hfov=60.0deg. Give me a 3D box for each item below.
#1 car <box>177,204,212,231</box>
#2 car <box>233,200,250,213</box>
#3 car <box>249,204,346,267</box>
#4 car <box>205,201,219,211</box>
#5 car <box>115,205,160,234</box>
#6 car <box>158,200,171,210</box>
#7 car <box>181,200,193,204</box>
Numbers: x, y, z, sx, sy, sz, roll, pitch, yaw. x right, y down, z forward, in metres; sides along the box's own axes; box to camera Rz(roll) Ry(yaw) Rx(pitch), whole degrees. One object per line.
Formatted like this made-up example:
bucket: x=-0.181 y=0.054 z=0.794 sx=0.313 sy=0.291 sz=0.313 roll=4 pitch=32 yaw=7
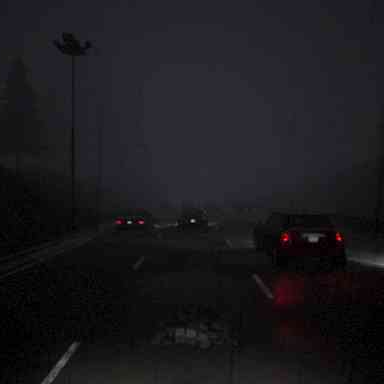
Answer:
car: x=0.035 y=1.765 z=22.318 sx=1.994 sy=1.385 sz=4.181 roll=0 pitch=0 yaw=-1
car: x=6.494 y=1.868 z=43.104 sx=1.837 sy=1.490 sz=4.892 roll=0 pitch=0 yaw=-2
car: x=3.586 y=1.446 z=11.949 sx=2.097 sy=1.767 sz=4.553 roll=0 pitch=-1 yaw=0
car: x=2.763 y=1.993 z=48.967 sx=1.994 sy=1.385 sz=4.181 roll=0 pitch=0 yaw=-2
car: x=-3.443 y=1.748 z=20.739 sx=2.033 sy=1.411 sz=5.357 roll=0 pitch=0 yaw=0
car: x=-4.362 y=1.993 z=52.185 sx=1.837 sy=1.490 sz=4.892 roll=0 pitch=0 yaw=-2
car: x=-0.767 y=1.942 z=49.619 sx=2.128 sy=1.511 sz=4.902 roll=0 pitch=0 yaw=-2
